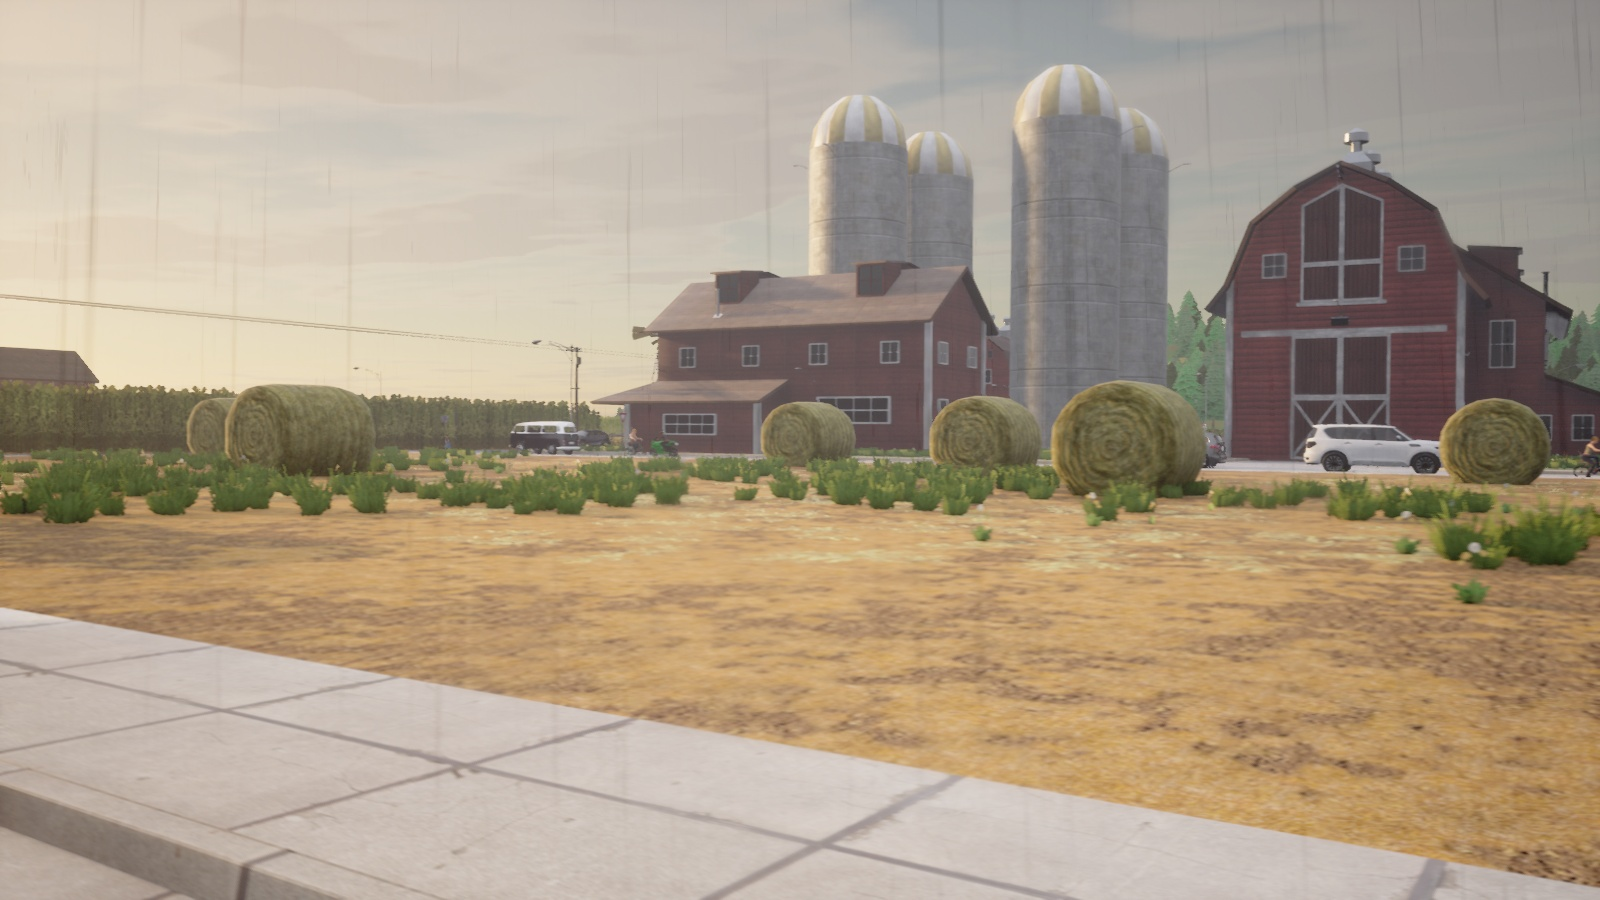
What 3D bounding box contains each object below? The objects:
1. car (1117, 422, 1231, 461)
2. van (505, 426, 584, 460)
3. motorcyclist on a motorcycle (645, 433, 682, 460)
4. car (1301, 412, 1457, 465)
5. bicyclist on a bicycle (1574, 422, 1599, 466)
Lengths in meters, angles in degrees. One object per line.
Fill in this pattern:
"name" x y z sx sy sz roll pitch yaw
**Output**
"car" 17.328 -0.402 58.200 4.611 1.667 2.242 -1 1 30
"van" -15.683 -0.445 77.093 4.480 2.038 2.069 0 1 30
"motorcyclist on a motorcycle" -7.880 -0.198 72.633 2.044 1.523 0.797 0 1 30
"car" 23.366 -0.447 50.712 5.566 2.045 2.150 0 1 29
"bicyclist on a bicycle" 29.878 -0.236 46.993 1.509 1.612 0.866 0 1 30
